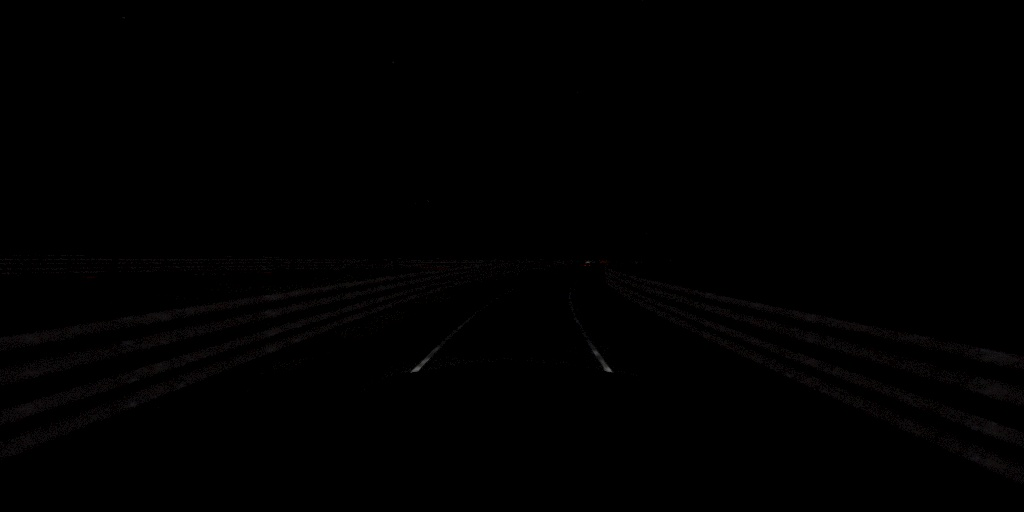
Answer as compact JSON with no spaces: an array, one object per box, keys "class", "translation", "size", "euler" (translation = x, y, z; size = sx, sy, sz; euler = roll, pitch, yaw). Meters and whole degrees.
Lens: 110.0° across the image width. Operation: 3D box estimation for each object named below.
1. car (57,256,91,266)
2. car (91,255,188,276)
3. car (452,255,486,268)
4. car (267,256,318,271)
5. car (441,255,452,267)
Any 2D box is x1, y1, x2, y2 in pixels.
[{"class":"car","translation":[-33.949,0.620,30.189],"size":[2.033,1.411,5.357],"euler":[1,0,35]},{"class":"car","translation":[-27.610,0.669,27.008],"size":[1.837,1.490,4.892],"euler":[1,0,35]},{"class":"car","translation":[-6.475,0.861,57.400],"size":[2.150,2.045,5.566],"euler":[1,0,35]},{"class":"car","translation":[-23.637,0.792,38.855],"size":[2.128,1.511,4.902],"euler":[1,0,35]},{"class":"car","translation":[-9.369,0.826,59.364],"size":[2.150,2.045,5.566],"euler":[1,0,35]}]
